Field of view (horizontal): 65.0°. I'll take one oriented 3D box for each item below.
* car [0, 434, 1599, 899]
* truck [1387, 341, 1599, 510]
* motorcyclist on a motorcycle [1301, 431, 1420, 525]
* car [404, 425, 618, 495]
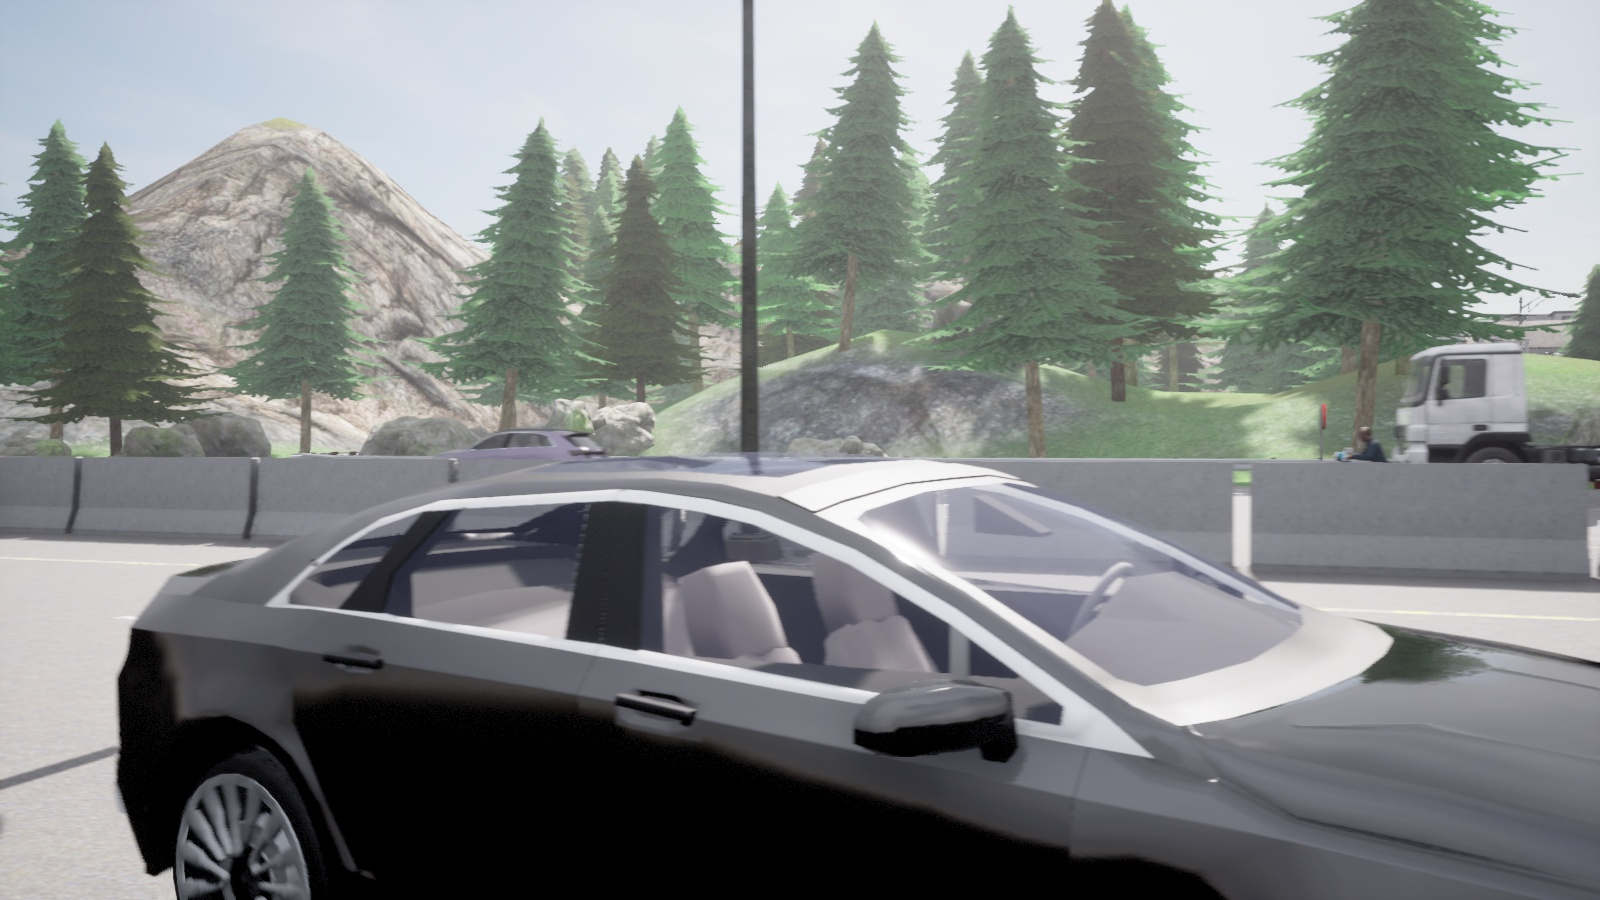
[{"bbox_3d":[0.204,0.731,3.338,4.902,1.511,2.128,1,1,32],"label":"car"},{"bbox_3d":[17.155,-0.522,26.945,7.936,3.462,2.891,1,1,19],"label":"truck"},{"bbox_3d":[9.809,0.464,22.047,1.817,1.590,0.866,0,1,19],"label":"motorcyclist on a motorcycle"},{"bbox_3d":[-7.230,0.223,31.473,4.856,1.649,2.033,0,1,19],"label":"car"}]
